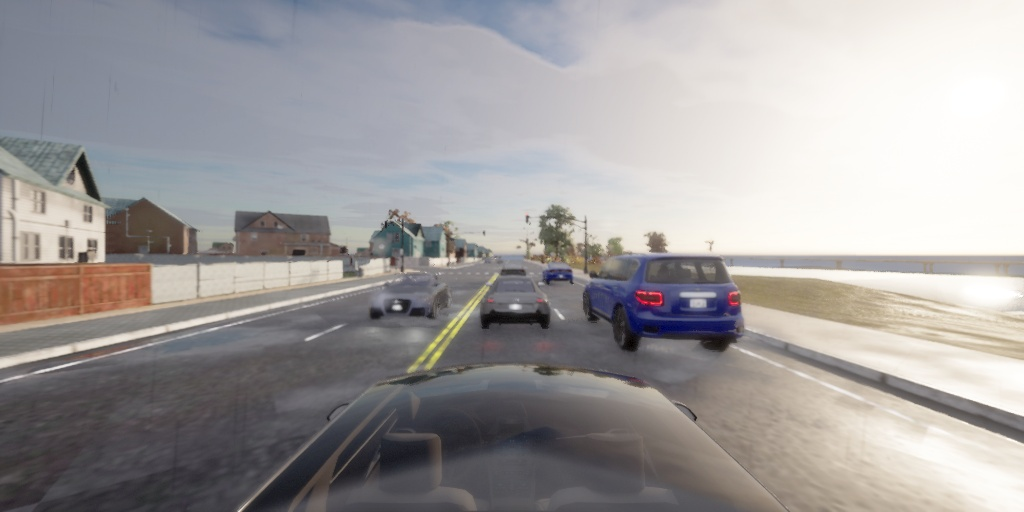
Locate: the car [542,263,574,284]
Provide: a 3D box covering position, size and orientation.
[{"bbox_3d":[3.339,1.223,26.737,1.882,1.535,5.008,0,0,0],"label":"car"}]

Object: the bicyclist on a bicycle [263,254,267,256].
[{"bbox_3d":[-29.629,0.541,42.970,0.582,1.620,1.656,1,0,-35],"label":"bicyclist on a bicycle"}]

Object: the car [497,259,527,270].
[{"bbox_3d":[0.090,1.223,26.765,1.882,1.535,5.008,0,0,0],"label":"car"}]

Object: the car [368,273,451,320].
[{"bbox_3d":[-3.353,1.310,12.463,1.994,1.385,4.181,0,0,0],"label":"car"}]

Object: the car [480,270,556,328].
[{"bbox_3d":[0.094,1.310,11.410,1.994,1.385,4.181,0,0,0],"label":"car"}]

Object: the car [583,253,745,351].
[{"bbox_3d":[3.345,0.965,9.119,2.150,2.045,5.566,0,0,0],"label":"car"}]
